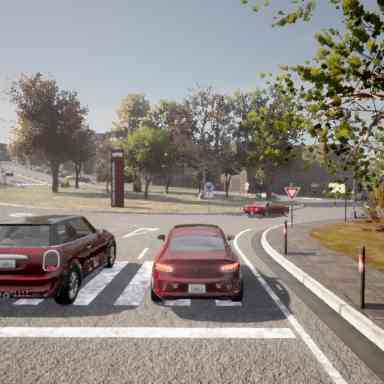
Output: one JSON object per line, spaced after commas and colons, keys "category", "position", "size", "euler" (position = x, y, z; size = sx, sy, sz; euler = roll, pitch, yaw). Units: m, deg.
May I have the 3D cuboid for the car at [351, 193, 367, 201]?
{"category": "car", "position": [29.232, 0.939, 56.398], "size": [5.357, 1.411, 2.033], "euler": [2, 0, -34]}

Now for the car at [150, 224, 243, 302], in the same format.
{"category": "car", "position": [0.105, 1.498, 8.074], "size": [1.812, 1.442, 4.674], "euler": [0, 0, 0]}

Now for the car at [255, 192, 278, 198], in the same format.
{"category": "car", "position": [14.338, 0.556, 64.282], "size": [1.895, 1.301, 4.718], "euler": [-1, 3, -29]}

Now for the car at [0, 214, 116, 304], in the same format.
{"category": "car", "position": [-3.355, 1.324, 8.234], "size": [2.097, 1.767, 4.553], "euler": [0, 0, 1]}

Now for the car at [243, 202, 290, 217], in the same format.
{"category": "car", "position": [6.927, 1.544, 30.379], "size": [4.718, 1.301, 1.895], "euler": [0, 1, -40]}
